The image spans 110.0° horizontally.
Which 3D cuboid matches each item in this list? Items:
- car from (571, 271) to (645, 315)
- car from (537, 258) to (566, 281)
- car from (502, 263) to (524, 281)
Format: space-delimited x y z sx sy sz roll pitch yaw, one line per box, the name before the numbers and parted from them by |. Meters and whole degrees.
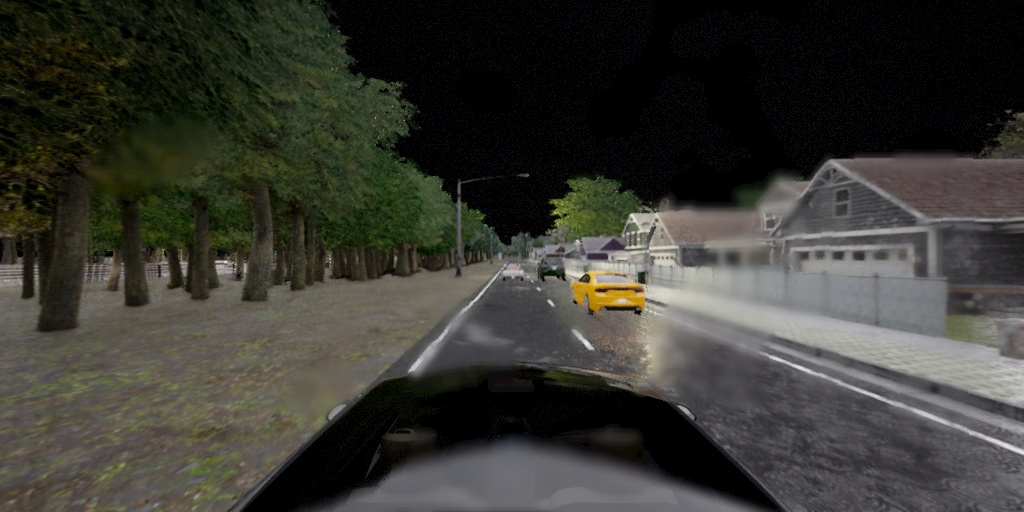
car | 3.596 1.329 14.195 1.882 1.535 5.008 0 0 0
car | 3.596 1.176 33.199 2.150 2.045 5.566 0 0 0
car | 0.093 1.555 33.079 1.895 1.301 4.718 0 0 0
